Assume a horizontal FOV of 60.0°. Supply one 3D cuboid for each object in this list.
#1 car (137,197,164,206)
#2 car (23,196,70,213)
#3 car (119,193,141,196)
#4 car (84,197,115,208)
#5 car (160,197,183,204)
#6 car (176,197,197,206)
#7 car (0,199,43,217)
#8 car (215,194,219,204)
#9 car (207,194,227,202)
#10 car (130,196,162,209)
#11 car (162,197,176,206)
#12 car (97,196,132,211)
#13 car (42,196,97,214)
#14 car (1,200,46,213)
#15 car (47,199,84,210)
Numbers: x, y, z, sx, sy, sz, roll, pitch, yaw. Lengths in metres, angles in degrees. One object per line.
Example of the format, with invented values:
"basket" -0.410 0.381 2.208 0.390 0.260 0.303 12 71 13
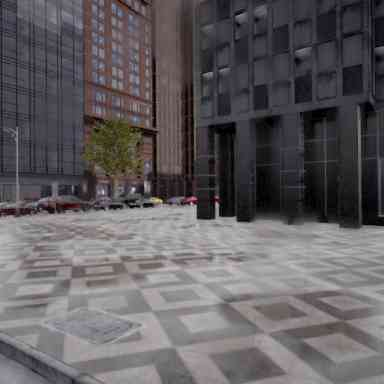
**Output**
"car" -7.129 1.546 57.778 1.752 1.417 4.829 -1 0 35
"car" -16.879 1.394 38.843 2.097 1.767 4.553 -1 0 35
"car" -9.672 1.230 49.245 2.150 2.045 5.566 -1 -1 35
"car" -13.450 1.486 48.642 1.967 1.590 4.097 -1 0 35
"car" -3.824 1.576 62.557 1.947 1.339 4.313 -1 0 35
"car" -0.026 1.463 53.064 1.887 1.381 4.507 -1 0 35
"car" -16.063 1.578 29.876 1.802 1.307 4.206 -1 0 35
"car" 3.181 1.223 57.703 2.192 1.841 5.009 -1 0 35
"car" 5.798 1.298 76.472 2.192 1.841 5.009 -1 0 35
"car" -6.440 1.510 43.788 1.947 1.339 4.313 -1 0 35
"car" -2.033 1.497 54.758 2.033 1.411 5.357 -1 0 35
"car" -9.648 1.526 39.152 1.947 1.339 4.313 -1 0 35
"car" -12.857 1.291 34.515 2.192 1.841 5.009 -1 0 35
"car" -19.864 1.644 39.366 1.947 1.339 4.313 -1 0 35
"car" -16.656 1.643 44.004 1.802 1.307 4.206 -1 0 35
